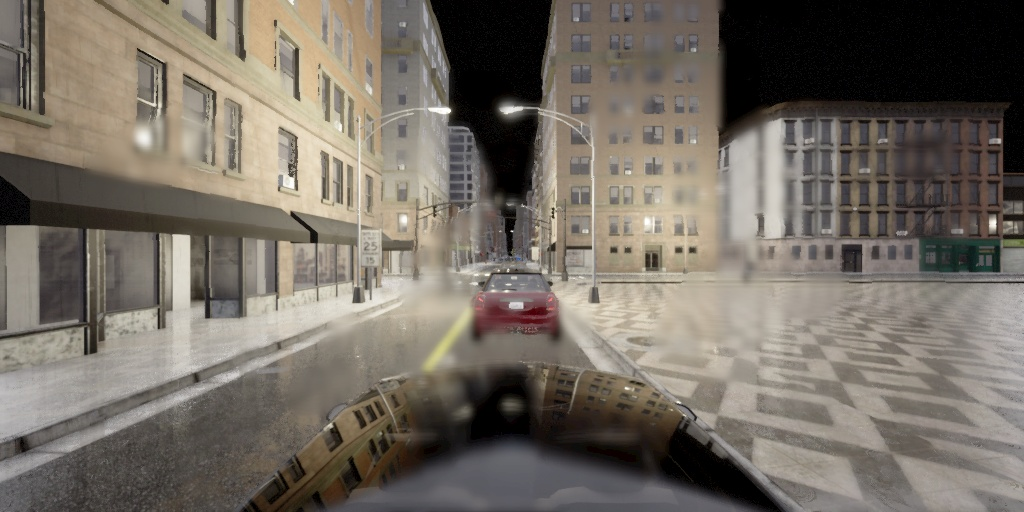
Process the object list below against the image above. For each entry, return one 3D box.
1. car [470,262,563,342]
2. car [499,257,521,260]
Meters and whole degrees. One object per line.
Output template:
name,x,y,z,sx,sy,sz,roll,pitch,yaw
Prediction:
car,0.104,1.101,9.956,2.097,1.767,4.553,0,0,0
car,0.054,1.100,19.772,2.097,1.767,4.553,0,0,-1
